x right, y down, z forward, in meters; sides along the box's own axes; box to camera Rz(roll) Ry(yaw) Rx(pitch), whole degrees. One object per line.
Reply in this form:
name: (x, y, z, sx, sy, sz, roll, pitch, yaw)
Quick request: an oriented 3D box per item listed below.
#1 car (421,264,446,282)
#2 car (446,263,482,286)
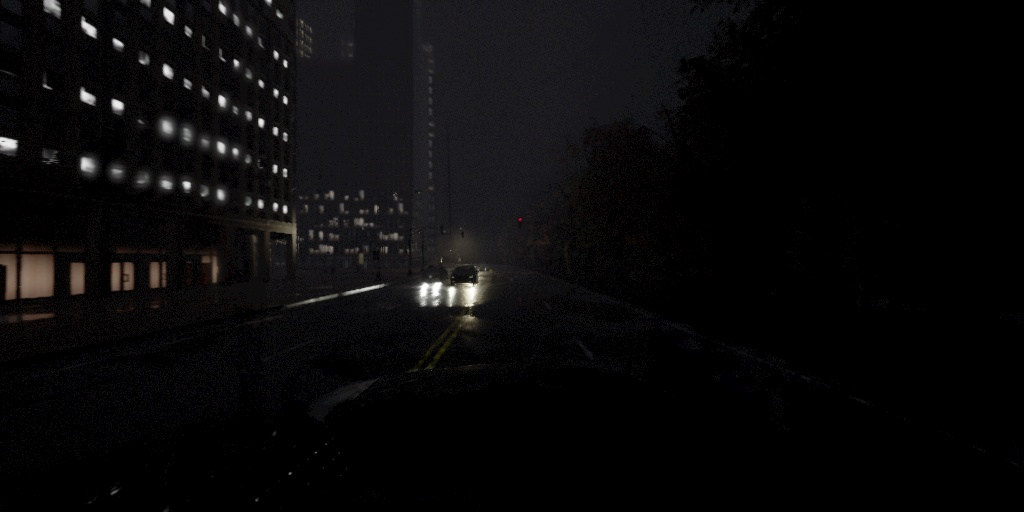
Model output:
car: (-7.084, 1.546, 33.343, 2.128, 1.511, 4.902, 0, -1, -1)
car: (-3.717, 1.482, 28.510, 1.882, 1.535, 5.008, 0, -1, -1)
